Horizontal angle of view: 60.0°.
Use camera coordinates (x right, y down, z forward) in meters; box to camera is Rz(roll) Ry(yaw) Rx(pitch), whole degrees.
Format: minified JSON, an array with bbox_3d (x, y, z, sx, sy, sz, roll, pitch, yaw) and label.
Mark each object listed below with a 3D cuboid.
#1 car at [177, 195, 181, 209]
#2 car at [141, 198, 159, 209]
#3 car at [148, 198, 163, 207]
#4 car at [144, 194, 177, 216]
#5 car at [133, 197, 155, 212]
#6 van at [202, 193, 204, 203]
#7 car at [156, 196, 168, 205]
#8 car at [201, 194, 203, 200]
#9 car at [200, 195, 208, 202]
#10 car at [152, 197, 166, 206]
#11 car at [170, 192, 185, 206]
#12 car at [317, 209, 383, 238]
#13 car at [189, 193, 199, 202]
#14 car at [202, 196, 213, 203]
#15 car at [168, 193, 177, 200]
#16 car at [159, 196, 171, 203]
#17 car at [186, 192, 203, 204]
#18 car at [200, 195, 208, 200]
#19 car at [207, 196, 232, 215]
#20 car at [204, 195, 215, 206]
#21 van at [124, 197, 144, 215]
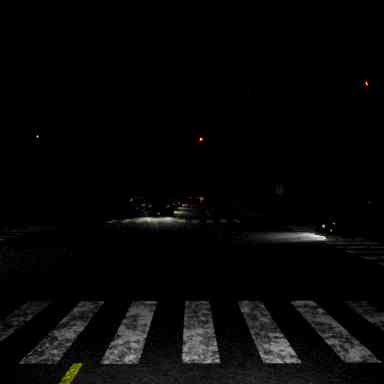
[{"bbox_3d":[-2.831,1.481,42.064,1.882,1.535,5.008,0,0,1],"label":"car"},{"bbox_3d":[-5.574,1.569,44.765,1.947,1.339,4.313,0,0,0],"label":"car"},{"bbox_3d":[-5.537,1.585,50.433,1.802,1.307,4.206,0,0,0],"label":"car"},{"bbox_3d":[-2.938,1.354,32.126,2.097,1.767,4.553,0,0,2],"label":"car"},{"bbox_3d":[-5.611,1.443,39.096,1.967,1.590,4.097,0,0,0],"label":"car"},{"bbox_3d":[3.025,1.344,56.051,1.690,1.788,3.998,0,0,0],"label":"van"},{"bbox_3d":[-5.465,1.527,61.599,1.752,1.417,4.829,0,0,0],"label":"car"},{"bbox_3d":[3.063,1.527,61.890,1.752,1.417,4.829,0,0,0],"label":"car"},{"bbox_3d":[2.860,1.453,79.561,1.801,1.575,5.366,0,0,0],"label":"car"},{"bbox_3d":[-5.501,1.569,56.101,1.947,1.339,4.313,0,0,0],"label":"car"},{"bbox_3d":[-2.761,1.225,52.191,2.150,2.045,5.566,0,0,1],"label":"car"},{"bbox_3d":[8.727,1.575,17.203,4.181,1.385,1.994,0,0,-5],"label":"car"},{"bbox_3d":[0.472,1.186,73.758,2.097,1.767,4.553,0,0,0],"label":"car"},{"bbox_3d":[3.098,1.551,67.390,2.008,1.369,4.403,0,0,0],"label":"car"},{"bbox_3d":[-5.281,1.307,90.110,2.192,1.841,5.009,0,0,0],"label":"car"},{"bbox_3d":[-5.427,1.566,67.437,1.947,1.339,4.313,0,0,0],"label":"car"},{"bbox_3d":[0.406,1.223,63.398,2.150,2.045,5.566,0,0,0],"label":"car"},{"bbox_3d":[3.245,1.558,90.067,1.947,1.339,4.313,0,0,0],"label":"car"},{"bbox_3d":[2.878,1.442,33.375,1.967,1.590,4.097,0,0,0],"label":"car"},{"bbox_3d":[2.951,1.443,44.713,1.967,1.590,4.097,0,0,0],"label":"car"},{"bbox_3d":[-5.648,1.343,33.428,1.690,1.788,3.998,0,0,0],"label":"van"}]
